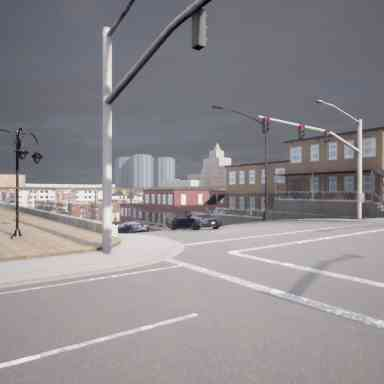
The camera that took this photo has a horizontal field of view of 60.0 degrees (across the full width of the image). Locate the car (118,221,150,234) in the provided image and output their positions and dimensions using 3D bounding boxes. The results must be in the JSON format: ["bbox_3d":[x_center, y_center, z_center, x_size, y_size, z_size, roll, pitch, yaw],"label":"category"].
[{"bbox_3d":[-5.847,3.518,32.125,1.812,1.442,4.674,0,-12,-37],"label":"car"}]

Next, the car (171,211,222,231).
[{"bbox_3d":[0.230,2.038,23.863,1.994,1.385,4.181,0,-4,-36],"label":"car"}]
